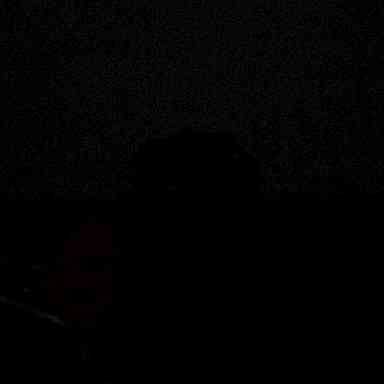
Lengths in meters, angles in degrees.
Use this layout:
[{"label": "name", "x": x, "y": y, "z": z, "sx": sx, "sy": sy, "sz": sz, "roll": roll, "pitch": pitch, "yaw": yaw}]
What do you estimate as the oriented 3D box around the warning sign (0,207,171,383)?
[{"label": "warning sign", "x": -1.048, "y": 1.113, "z": 3.340, "sx": 1.060, "sy": 1.860, "sz": 1.300, "roll": 1, "pitch": 0, "yaw": 35}]
